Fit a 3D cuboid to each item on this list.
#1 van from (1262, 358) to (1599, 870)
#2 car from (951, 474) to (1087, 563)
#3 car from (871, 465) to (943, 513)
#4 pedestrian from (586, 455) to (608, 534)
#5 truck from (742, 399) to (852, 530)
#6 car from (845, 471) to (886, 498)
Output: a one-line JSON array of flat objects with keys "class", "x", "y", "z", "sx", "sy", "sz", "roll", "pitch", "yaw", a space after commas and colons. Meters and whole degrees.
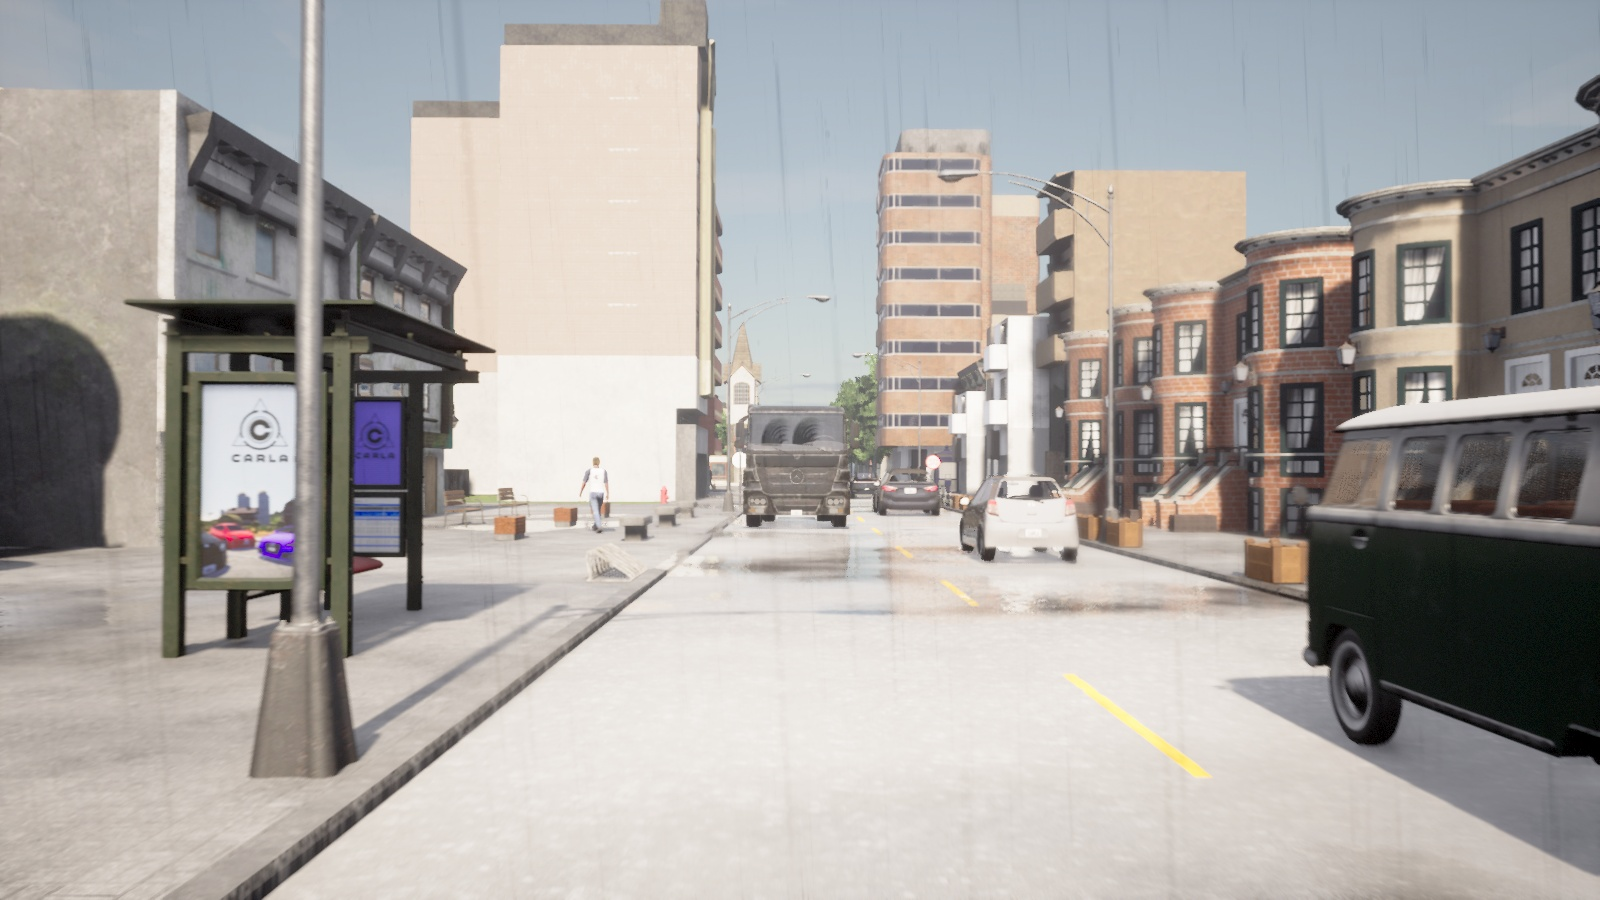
[{"class": "van", "x": 3.985, "y": 0.655, "z": 6.159, "sx": 1.775, "sy": 1.987, "sz": 4.442, "roll": 0, "pitch": -1, "yaw": 0}, {"class": "car", "x": 3.946, "y": 1.201, "z": 23.195, "sx": 1.845, "sy": 1.501, "sz": 3.633, "roll": 0, "pitch": -1, "yaw": 0}, {"class": "car", "x": 3.873, "y": 1.418, "z": 46.264, "sx": 2.242, "sy": 1.667, "sz": 4.611, "roll": 0, "pitch": -1, "yaw": 0}, {"class": "pedestrian", "x": -4.748, "y": 1.035, "z": 29.379, "sx": 0.354, "sy": 1.836, "sz": 0.706, "roll": 0, "pitch": -1, "yaw": -23}, {"class": "truck", "x": -0.093, "y": 0.455, "z": 37.165, "sx": 2.891, "sy": 3.462, "sz": 7.936, "roll": 0, "pitch": -1, "yaw": 0}, {"class": "car", "x": 3.765, "y": 1.980, "z": 73.158, "sx": 2.128, "sy": 1.511, "sz": 4.902, "roll": 0, "pitch": -1, "yaw": 0}]
